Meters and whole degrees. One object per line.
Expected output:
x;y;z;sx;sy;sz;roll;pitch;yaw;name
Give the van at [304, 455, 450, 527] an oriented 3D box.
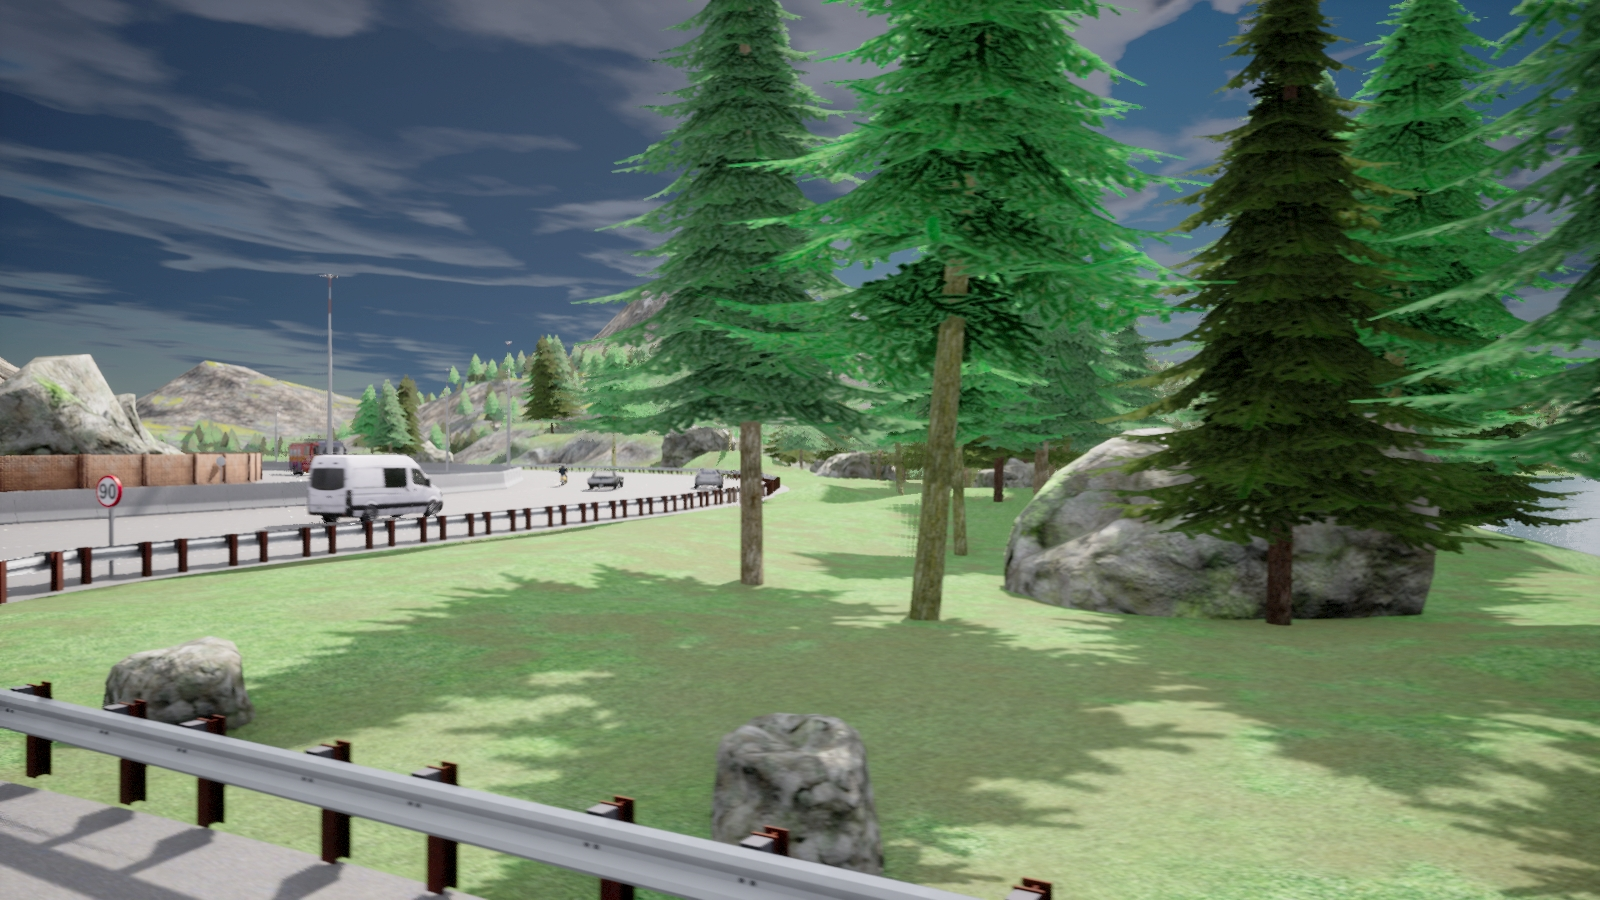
-16.249;1.484;44.275;1.988;2.561;5.915;0;0;19;van
